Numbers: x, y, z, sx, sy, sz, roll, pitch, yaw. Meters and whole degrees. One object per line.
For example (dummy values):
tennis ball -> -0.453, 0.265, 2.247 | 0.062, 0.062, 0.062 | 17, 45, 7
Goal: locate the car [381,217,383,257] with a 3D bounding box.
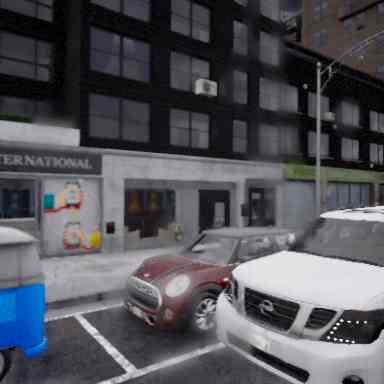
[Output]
car -> 9.394, 1.666, 12.887 | 4.829, 1.417, 1.752 | 1, 0, -35

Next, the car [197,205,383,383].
car -> 2.986, 1.268, 5.191 | 5.566, 2.045, 2.150 | 0, 0, -35

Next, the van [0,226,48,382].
van -> -3.686, 1.331, 3.559 | 3.998, 1.788, 1.690 | 1, 0, -35

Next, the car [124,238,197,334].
car -> 0.720, 1.481, 6.701 | 4.097, 1.590, 1.967 | 1, 0, -35
